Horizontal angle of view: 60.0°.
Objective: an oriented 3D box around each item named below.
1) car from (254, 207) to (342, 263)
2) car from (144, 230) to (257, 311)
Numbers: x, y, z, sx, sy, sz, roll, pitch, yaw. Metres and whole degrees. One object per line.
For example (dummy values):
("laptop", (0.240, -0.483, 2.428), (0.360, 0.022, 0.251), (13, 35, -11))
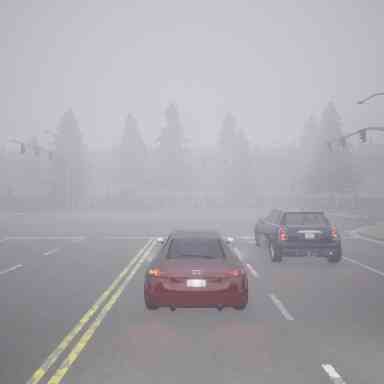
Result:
("car", (3.627, 1.352, 12.200), (2.097, 1.767, 4.553), (0, 0, 2))
("car", (0.075, 1.564, 7.826), (1.994, 1.385, 4.181), (0, 0, 0))
